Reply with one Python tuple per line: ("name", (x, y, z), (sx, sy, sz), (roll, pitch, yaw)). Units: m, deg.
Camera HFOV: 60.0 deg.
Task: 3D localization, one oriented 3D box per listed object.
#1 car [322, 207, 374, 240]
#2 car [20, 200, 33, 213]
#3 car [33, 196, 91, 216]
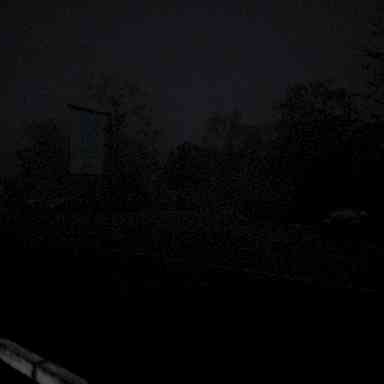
("car", (7.968, 1.478, 16.865), (2.002, 1.452, 4.674), (0, 0, 36))
("car", (-14.420, 1.351, 32.844), (2.002, 1.452, 4.674), (0, 0, 35))
("car", (-11.800, 1.199, 31.057), (2.185, 1.767, 4.553), (0, 0, 35))
